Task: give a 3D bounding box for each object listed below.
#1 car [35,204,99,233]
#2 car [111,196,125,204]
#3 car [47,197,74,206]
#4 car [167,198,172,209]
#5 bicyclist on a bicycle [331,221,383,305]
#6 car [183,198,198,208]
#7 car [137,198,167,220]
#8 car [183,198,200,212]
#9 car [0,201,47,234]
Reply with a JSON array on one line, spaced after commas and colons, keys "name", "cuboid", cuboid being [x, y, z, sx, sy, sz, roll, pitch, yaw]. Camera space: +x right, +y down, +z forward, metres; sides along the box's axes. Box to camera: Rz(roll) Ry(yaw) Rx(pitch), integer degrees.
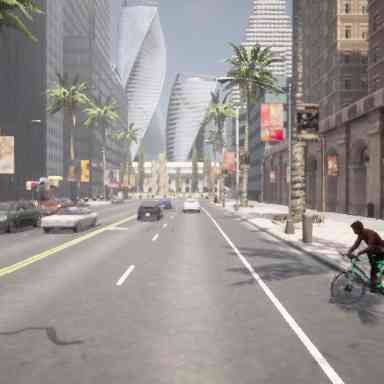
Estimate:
[{"name": "car", "cuboid": [-7.102, 1.599, 19.749, 1.895, 1.301, 4.718, 0, 0, 1]}, {"name": "car", "cuboid": [-14.103, 1.474, 63.534, 2.231, 1.521, 4.892, 0, 0, -1]}, {"name": "car", "cuboid": [-13.723, 1.351, 34.162, 2.185, 1.767, 4.553, 0, 0, -1]}, {"name": "car", "cuboid": [-3.667, 1.521, 44.874, 1.812, 1.442, 4.674, 0, 0, -1]}, {"name": "bicyclist on a bicycle", "cuboid": [3.509, 1.377, 6.577, 1.656, 1.620, 0.582, -7, 0, 0]}, {"name": "car", "cuboid": [-0.211, 1.559, 47.996, 1.994, 1.385, 4.181, 0, 0, -1]}, {"name": "car", "cuboid": [-3.480, 1.501, 28.456, 1.837, 1.490, 4.892, 0, 0, 0]}, {"name": "car", "cuboid": [-0.082, 1.522, 38.046, 1.812, 1.442, 4.674, 0, 0, 0]}, {"name": "car", "cuboid": [-10.605, 1.349, 19.197, 2.097, 1.767, 4.553, 0, 0, 0]}]
